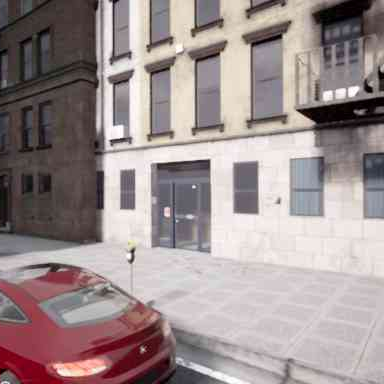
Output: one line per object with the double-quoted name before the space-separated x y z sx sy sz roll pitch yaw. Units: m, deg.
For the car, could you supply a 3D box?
"car" -2.114 1.609 4.314 4.206 1.307 1.802 0 0 36
